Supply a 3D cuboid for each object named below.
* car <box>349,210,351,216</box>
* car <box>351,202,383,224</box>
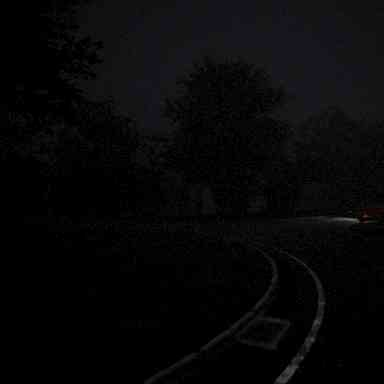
[{"bbox_3d":[17.483,1.781,32.804,4.892,1.490,1.837,0,-1,-35],"label":"car"},{"bbox_3d":[15.411,1.695,26.996,5.008,1.535,1.882,0,-1,-34],"label":"car"}]
